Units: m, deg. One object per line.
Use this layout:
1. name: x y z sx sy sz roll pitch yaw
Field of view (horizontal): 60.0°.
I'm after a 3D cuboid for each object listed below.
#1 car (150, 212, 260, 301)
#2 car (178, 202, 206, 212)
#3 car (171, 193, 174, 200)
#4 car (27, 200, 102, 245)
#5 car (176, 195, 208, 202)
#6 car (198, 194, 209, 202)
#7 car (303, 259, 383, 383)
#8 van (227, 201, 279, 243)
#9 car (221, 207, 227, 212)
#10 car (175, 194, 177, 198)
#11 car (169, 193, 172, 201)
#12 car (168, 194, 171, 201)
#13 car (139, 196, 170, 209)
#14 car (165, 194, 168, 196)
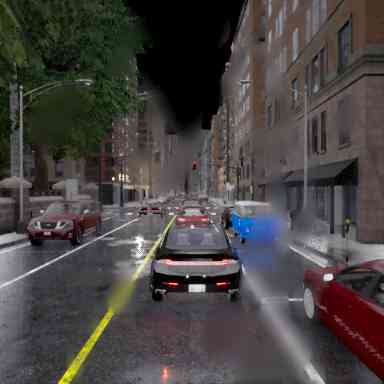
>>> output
1. car: 0.090 1.490 8.315 2.128 1.511 4.902 0 0 0
2. car: 0.080 1.519 18.577 1.812 1.442 4.674 0 0 0
3. car: -5.763 1.492 75.619 1.887 1.381 4.507 0 0 0
4. car: -5.689 1.310 15.578 2.192 1.841 5.009 0 0 0
5. car: 0.014 1.338 27.534 2.097 1.767 4.553 0 0 2
6. car: 2.762 1.387 75.666 1.967 1.590 4.097 0 0 0
7. car: 2.850 1.544 4.308 1.887 1.381 4.507 0 0 0
8. van: 2.836 1.336 15.629 1.690 1.788 3.998 0 0 0
9. car: 2.830 1.558 21.289 1.947 1.339 4.313 0 0 0
10. car: -5.776 1.497 86.521 2.008 1.369 4.403 0 0 0
11. car: -5.756 1.493 70.169 1.887 1.381 4.507 0 0 0
12. car: -5.749 1.502 64.717 2.008 1.369 4.403 0 0 0
13. car: -3.032 1.237 26.049 1.895 1.301 4.718 0 0 0
14. car: -5.742 1.480 59.097 1.752 1.417 4.829 0 0 0
